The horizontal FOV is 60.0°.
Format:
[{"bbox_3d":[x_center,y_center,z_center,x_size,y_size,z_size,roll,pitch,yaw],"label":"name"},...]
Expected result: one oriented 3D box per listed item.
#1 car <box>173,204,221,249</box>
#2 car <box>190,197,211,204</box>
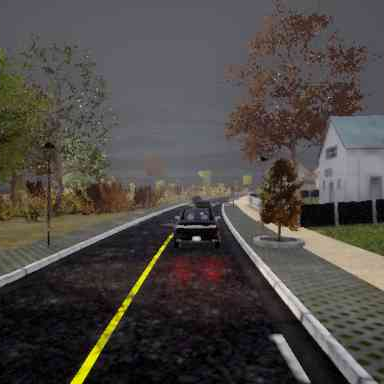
[{"bbox_3d":[0.243,1.489,14.572,2.128,1.511,4.902,0,0,2],"label":"car"},{"bbox_3d":[0.972,1.484,29.508,1.837,1.490,4.892,0,0,4],"label":"car"}]
